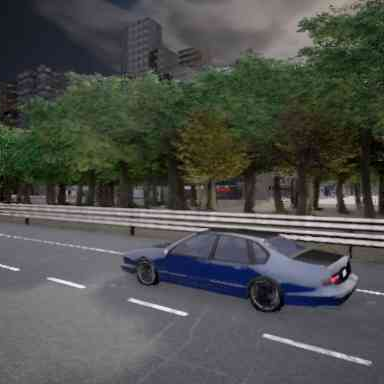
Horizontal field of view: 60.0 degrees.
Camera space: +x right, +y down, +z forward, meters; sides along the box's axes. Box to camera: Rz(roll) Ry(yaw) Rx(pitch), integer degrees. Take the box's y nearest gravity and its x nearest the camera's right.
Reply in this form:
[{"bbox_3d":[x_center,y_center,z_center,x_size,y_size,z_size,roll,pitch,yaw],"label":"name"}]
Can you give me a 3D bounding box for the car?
[{"bbox_3d":[0.771,1.549,7.617,5.357,1.411,2.033,0,0,36],"label":"car"}]
